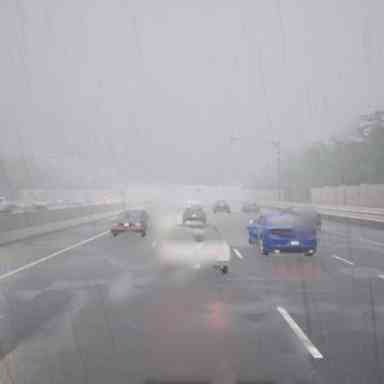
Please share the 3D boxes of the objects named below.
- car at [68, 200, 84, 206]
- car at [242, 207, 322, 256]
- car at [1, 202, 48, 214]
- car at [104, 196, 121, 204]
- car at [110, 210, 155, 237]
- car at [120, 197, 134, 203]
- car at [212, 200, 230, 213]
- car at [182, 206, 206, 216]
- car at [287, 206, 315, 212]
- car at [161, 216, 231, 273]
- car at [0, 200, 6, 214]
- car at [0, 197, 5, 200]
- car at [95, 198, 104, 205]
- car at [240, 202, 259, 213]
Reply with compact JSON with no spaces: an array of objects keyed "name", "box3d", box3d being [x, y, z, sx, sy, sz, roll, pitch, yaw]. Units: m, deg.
[{"name":"car","box3d":[-23.988,2.299,68.760,1.895,1.301,4.718,0,-1,1]},{"name":"car","box3d":[3.528,1.622,13.833,1.882,1.535,5.008,0,-1,0]},{"name":"car","box3d":[-13.993,1.810,28.801,1.837,1.490,4.892,0,-1,0]},{"name":"car","box3d":[-16.922,1.907,73.100,2.150,2.045,5.566,0,-1,1]},{"name":"car","box3d":[-3.350,1.752,19.509,2.033,1.411,5.357,0,-1,0]},{"name":"car","box3d":[-13.450,2.196,71.263,1.882,1.535,5.008,0,-1,1]},{"name":"car","box3d":[3.713,1.812,43.223,2.097,1.767,4.553,0,-1,1]},{"name":"car","box3d":[0.199,1.867,28.457,1.994,1.385,4.181,0,-1,0]},{"name":"car","box3d":[7.161,1.718,22.724,1.882,1.535,5.008,0,-1,0]},{"name":"car","box3d":[0.120,1.714,11.052,1.895,1.301,4.718,0,-1,0]},{"name":"car","box3d":[-17.479,1.803,30.722,1.882,1.535,5.008,0,-1,0]},{"name":"car","box3d":[-20.958,1.578,33.672,2.150,2.045,5.566,0,0,1]},{"name":"car","box3d":[-20.389,2.116,75.282,2.097,1.767,4.553,0,-1,1]},{"name":"car","box3d":[7.304,1.941,42.101,2.128,1.511,4.902,0,-1,0]}]
